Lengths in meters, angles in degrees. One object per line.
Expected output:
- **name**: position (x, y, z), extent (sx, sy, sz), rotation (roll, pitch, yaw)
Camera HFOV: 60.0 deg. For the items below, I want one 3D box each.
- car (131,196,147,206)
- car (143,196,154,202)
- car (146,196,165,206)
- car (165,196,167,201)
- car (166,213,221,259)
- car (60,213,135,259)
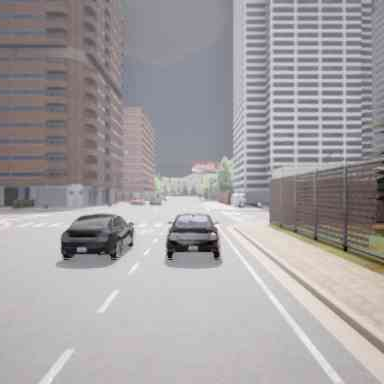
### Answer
- **car**: position (-10.525, 1.748, 64.816), extent (2.097, 1.767, 4.553), rotation (0, 0, 0)
- **car**: position (-10.512, 1.702, 80.535), extent (1.882, 1.535, 5.008), rotation (0, 0, 0)
- **car**: position (-7.027, 1.748, 64.800), extent (2.097, 1.767, 4.553), rotation (0, 0, 0)
- **car**: position (-7.012, 1.724, 80.536), extent (1.837, 1.490, 4.892), rotation (0, 0, 0)
- **car**: position (0.054, 1.571, 12.880), extent (2.128, 1.511, 4.902), rotation (0, 0, 0)
- **car**: position (-3.446, 1.584, 12.880), extent (1.837, 1.490, 4.892), rotation (0, 0, 0)
